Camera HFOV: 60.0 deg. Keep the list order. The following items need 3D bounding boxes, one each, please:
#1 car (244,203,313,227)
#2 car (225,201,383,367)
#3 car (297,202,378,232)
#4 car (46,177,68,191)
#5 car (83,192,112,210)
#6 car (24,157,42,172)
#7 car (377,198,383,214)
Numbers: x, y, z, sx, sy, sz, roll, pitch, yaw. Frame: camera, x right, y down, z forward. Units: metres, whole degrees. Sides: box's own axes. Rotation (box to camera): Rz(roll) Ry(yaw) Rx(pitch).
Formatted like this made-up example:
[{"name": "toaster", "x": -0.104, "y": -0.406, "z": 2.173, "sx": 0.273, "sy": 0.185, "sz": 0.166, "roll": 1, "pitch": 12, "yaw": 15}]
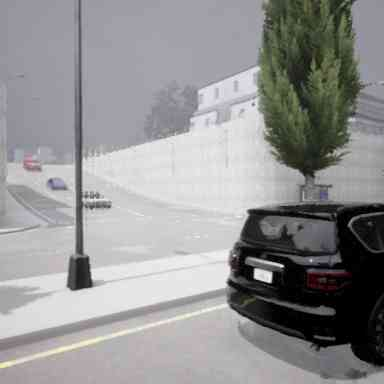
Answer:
[{"name": "car", "x": 5.850, "y": 1.471, "z": 22.287, "sx": 4.718, "sy": 1.301, "sz": 1.895, "roll": -1, "pitch": 0, "yaw": -36}, {"name": "car", "x": 3.124, "y": 1.183, "z": 5.974, "sx": 5.566, "sy": 2.045, "sz": 2.150, "roll": 0, "pitch": 0, "yaw": -36}, {"name": "car", "x": 8.877, "y": 1.422, "z": 20.150, "sx": 5.357, "sy": 1.411, "sz": 2.033, "roll": 0, "pitch": 0, "yaw": -36}, {"name": "car", "x": -17.419, "y": -1.084, "z": 42.959, "sx": 1.812, "sy": 1.442, "sz": 4.674, "roll": 0, "pitch": 11, "yaw": -35}, {"name": "car", "x": -9.213, "y": 0.757, "z": 31.394, "sx": 1.895, "sy": 1.301, "sz": 4.718, "roll": -1, "pitch": 7, "yaw": -35}, {"name": "car", "x": -27.287, "y": -4.693, "z": 56.936, "sx": 2.150, "sy": 2.045, "sz": 5.566, "roll": 0, "pitch": 11, "yaw": -35}, {"name": "car", "x": 20.201, "y": 1.297, "z": 32.522, "sx": 4.674, "sy": 1.442, "sz": 1.812, "roll": -1, "pitch": 0, "yaw": -35}]
